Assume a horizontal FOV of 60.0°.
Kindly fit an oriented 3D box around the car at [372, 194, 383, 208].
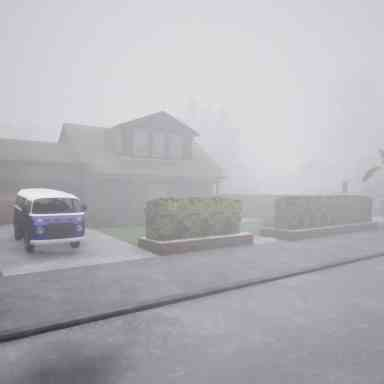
[{"bbox_3d":[24.018,0.983,40.753,3.866,1.878,1.905,0,0,0],"label":"car"}]
